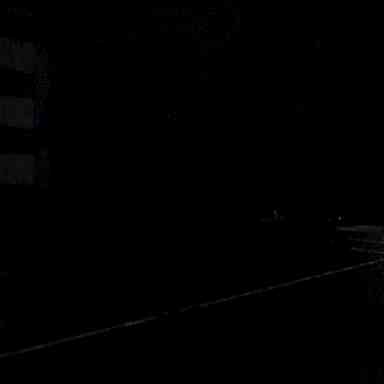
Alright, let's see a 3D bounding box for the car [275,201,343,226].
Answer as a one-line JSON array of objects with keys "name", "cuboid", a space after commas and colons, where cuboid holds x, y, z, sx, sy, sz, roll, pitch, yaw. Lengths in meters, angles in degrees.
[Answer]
[{"name": "car", "cuboid": [8.086, 1.447, 23.340, 1.837, 1.490, 4.892, 0, 0, -35]}]
